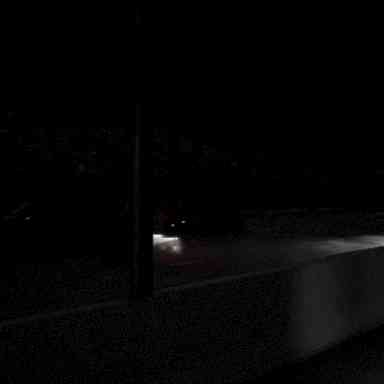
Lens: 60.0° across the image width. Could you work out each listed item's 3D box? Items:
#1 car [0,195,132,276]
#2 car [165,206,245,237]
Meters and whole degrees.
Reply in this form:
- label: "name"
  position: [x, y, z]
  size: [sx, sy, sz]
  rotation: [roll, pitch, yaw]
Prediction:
- label: "car"
  position: [-4.035, 1.143, 9.678]
  size: [5.566, 2.045, 2.150]
  rotation: [-1, 1, -34]
- label: "car"
  position: [0.736, 1.402, 17.107]
  size: [4.181, 1.385, 1.994]
  rotation: [-1, 1, -34]
